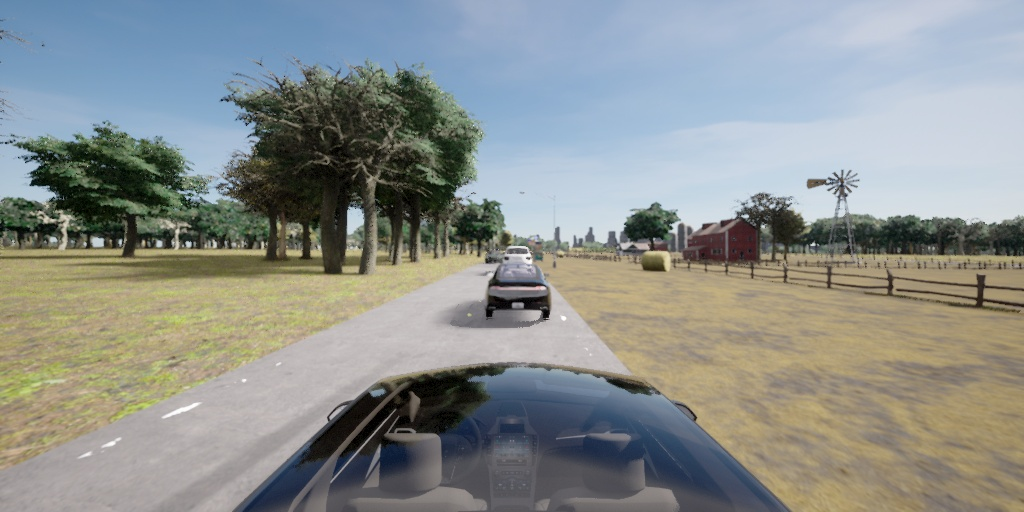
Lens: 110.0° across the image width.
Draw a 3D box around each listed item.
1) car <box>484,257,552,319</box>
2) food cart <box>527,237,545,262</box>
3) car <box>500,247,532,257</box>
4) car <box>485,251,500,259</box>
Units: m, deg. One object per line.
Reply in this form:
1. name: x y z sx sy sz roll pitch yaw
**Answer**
1. car: 0.195 0.977 11.517 2.128 1.511 4.902 0 2 1
2. food cart: 3.817 -0.902 52.669 2.280 3.560 4.660 0 0 1
3. car: 0.443 0.278 28.638 2.150 2.045 5.566 0 1 1
4. car: -2.248 0.089 45.280 2.097 1.767 4.553 0 1 1
